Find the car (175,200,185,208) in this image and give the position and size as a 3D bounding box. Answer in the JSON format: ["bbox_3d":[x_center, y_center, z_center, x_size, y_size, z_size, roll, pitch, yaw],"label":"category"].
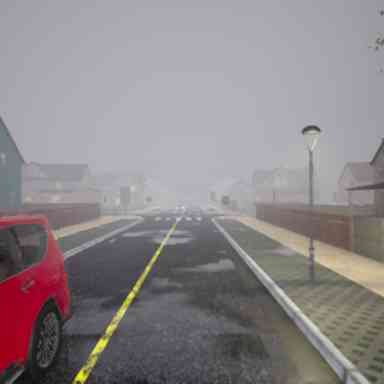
[{"bbox_3d":[-2.732,2.584,75.029,2.097,1.767,4.553,0,-1,0],"label":"car"}]

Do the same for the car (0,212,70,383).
[{"bbox_3d":[-2.849,1.260,2.661,2.150,2.045,5.566,0,-1,0],"label":"car"}]
